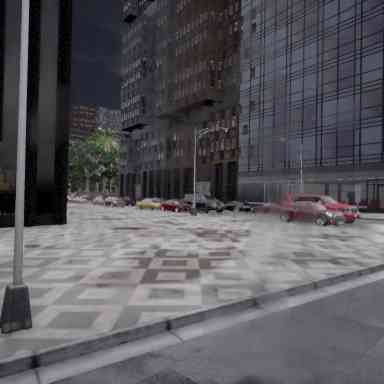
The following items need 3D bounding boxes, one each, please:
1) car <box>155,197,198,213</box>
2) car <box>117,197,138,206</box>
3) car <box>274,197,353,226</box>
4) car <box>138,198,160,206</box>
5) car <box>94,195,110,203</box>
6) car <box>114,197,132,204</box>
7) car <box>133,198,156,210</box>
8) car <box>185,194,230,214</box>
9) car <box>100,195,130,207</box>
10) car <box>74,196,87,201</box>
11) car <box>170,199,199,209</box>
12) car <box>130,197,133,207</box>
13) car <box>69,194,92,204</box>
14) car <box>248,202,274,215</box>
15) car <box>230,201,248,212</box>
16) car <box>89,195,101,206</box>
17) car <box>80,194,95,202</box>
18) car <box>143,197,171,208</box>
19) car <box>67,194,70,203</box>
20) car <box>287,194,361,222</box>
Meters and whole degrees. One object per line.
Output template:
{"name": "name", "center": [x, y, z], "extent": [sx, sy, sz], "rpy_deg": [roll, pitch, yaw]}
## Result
{"name": "car", "center": [-1.702, 1.482, 35.185], "extent": [1.887, 1.381, 4.507], "rpy_deg": [2, -1, -36]}
{"name": "car", "center": [-11.415, 1.626, 58.650], "extent": [1.812, 1.442, 4.674], "rpy_deg": [2, -1, -36]}
{"name": "car", "center": [7.866, 1.368, 21.826], "extent": [1.967, 1.590, 4.097], "rpy_deg": [2, -1, -37]}
{"name": "car", "center": [-7.546, 1.723, 57.988], "extent": [2.008, 1.369, 4.403], "rpy_deg": [2, -1, -36]}
{"name": "car", "center": [-20.493, 1.514, 75.437], "extent": [2.097, 1.767, 4.553], "rpy_deg": [2, -1, -36]}
{"name": "car", "center": [-13.934, 1.738, 66.910], "extent": [1.947, 1.339, 4.313], "rpy_deg": [2, -1, -36]}
{"name": "car", "center": [-4.797, 1.466, 39.509], "extent": [1.752, 1.417, 4.829], "rpy_deg": [2, -1, -36]}
{"name": "car", "center": [1.155, 1.229, 35.784], "extent": [2.150, 2.045, 5.566], "rpy_deg": [2, -1, -35]}
{"name": "car", "center": [-11.283, 1.387, 48.573], "extent": [1.967, 1.590, 4.097], "rpy_deg": [2, -1, -36]}
{"name": "car", "center": [-30.002, 1.696, 89.356], "extent": [1.752, 1.417, 4.829], "rpy_deg": [2, -1, -36]}
{"name": "car", "center": [-1.158, 1.719, 49.064], "extent": [2.008, 1.369, 4.403], "rpy_deg": [2, -1, -36]}
{"name": "car", "center": [-10.928, 1.568, 52.816], "extent": [2.033, 1.411, 5.357], "rpy_deg": [2, -1, -36]}
{"name": "car", "center": [-20.770, 1.473, 61.820], "extent": [1.752, 1.417, 4.829], "rpy_deg": [2, -1, -36]}
{"name": "car", "center": [8.424, 1.740, 35.680], "extent": [1.802, 1.307, 4.206], "rpy_deg": [2, -1, -36]}
{"name": "car", "center": [5.230, 1.728, 40.141], "extent": [1.947, 1.339, 4.313], "rpy_deg": [2, -1, -36]}
{"name": "car", "center": [-14.481, 1.530, 53.033], "extent": [1.802, 1.307, 4.206], "rpy_deg": [2, -1, -36]}
{"name": "car", "center": [-26.704, 1.486, 84.759], "extent": [2.192, 1.841, 5.009], "rpy_deg": [2, -1, -36]}
{"name": "car", "center": [-5.325, 1.590, 50.216], "extent": [2.128, 1.511, 4.902], "rpy_deg": [2, -1, -35]}
{"name": "car", "center": [-24.061, 1.388, 66.422], "extent": [1.967, 1.590, 4.097], "rpy_deg": [2, -1, -36]}
{"name": "car", "center": [9.299, 1.218, 24.408], "extent": [2.150, 2.045, 5.566], "rpy_deg": [2, -1, -36]}
